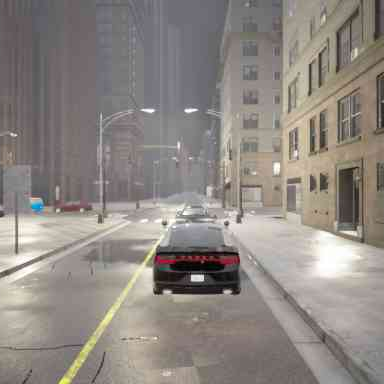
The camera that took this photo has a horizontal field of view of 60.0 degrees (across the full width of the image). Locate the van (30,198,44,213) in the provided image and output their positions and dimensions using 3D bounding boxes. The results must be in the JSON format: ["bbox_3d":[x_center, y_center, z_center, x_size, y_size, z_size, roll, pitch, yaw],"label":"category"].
[{"bbox_3d":[-19.592,1.591,39.073,3.998,1.788,1.690,-1,0,0],"label":"van"}]

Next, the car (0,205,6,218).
[{"bbox_3d":[-19.618,1.524,30.547,5.009,1.841,2.192,-1,0,0],"label":"car"}]

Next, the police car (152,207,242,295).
[{"bbox_3d":[0.105,1.427,8.877,1.930,1.638,5.238,0,0,0],"label":"police car"}]

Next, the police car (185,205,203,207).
[{"bbox_3d":[0.117,1.510,18.482,2.038,1.542,4.974,0,0,0],"label":"police car"}]

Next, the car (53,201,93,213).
[{"bbox_3d":[-13.965,1.727,39.051,4.507,1.381,1.887,-1,0,0],"label":"car"}]
